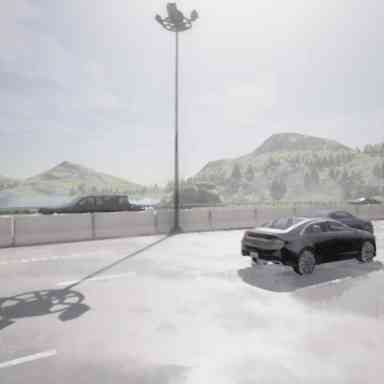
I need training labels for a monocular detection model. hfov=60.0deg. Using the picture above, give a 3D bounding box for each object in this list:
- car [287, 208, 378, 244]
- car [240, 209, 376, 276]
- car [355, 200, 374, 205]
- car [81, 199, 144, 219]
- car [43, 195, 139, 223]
[{"bbox_3d":[6.904,1.551,16.269,4.181,1.385,1.994,0,0,-30],"label":"car"},{"bbox_3d":[3.720,1.482,10.264,4.902,1.511,2.128,0,0,-32],"label":"car"},{"bbox_3d":[25.139,1.519,48.436,5.357,1.411,2.033,0,0,-21],"label":"car"},{"bbox_3d":[-6.806,1.421,28.668,5.008,1.535,1.882,0,0,-32],"label":"car"},{"bbox_3d":[-6.399,1.178,20.658,5.566,2.045,2.150,0,0,-33],"label":"car"}]
